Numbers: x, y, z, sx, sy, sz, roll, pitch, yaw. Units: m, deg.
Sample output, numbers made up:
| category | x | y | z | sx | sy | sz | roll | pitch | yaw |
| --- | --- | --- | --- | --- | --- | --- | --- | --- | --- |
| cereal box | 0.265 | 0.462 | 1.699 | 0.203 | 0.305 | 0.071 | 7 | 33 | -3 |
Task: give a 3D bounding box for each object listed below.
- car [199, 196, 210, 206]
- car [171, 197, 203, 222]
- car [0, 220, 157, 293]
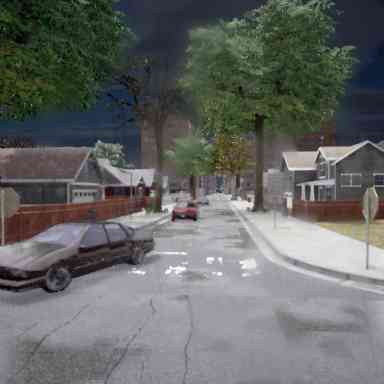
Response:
| category | x | y | z | sx | sy | sz | roll | pitch | yaw |
| --- | --- | --- | --- | --- | --- | --- | --- | --- | --- |
| car | 1.757 | 1.419 | 52.192 | 1.837 | 1.490 | 4.892 | 0 | 0 | 5 |
| car | -0.441 | 1.427 | 25.789 | 1.882 | 1.535 | 5.008 | 0 | 0 | 4 |
| car | -3.011 | 1.526 | 9.212 | 2.033 | 1.411 | 5.357 | 0 | 0 | 26 |
